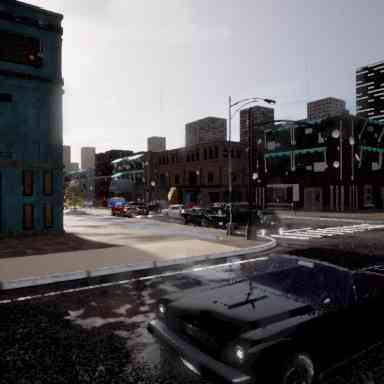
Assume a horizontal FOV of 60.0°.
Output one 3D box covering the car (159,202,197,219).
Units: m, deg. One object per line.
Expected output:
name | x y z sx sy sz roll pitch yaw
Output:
car | -0.906 1.898 31.549 1.895 1.301 4.718 -1 0 -35

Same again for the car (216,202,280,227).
car | 4.189 1.547 24.246 2.097 1.767 4.553 -1 0 -34

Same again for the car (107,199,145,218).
car | -7.219 1.846 35.952 1.967 1.590 4.097 -1 0 -35

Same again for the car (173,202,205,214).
car | -0.381 1.903 40.802 1.802 1.307 4.206 -2 0 -35

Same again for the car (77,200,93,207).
car | -21.179 2.300 65.662 1.895 1.301 4.718 -1 0 -35

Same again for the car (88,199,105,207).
car | -19.594 2.227 67.891 1.887 1.381 4.507 -1 0 -35

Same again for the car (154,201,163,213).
car | -4.657 1.881 42.362 2.128 1.511 4.902 -1 0 -35

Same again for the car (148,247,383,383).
car | 1.774 1.600 4.943 4.718 1.301 1.895 0 0 -35

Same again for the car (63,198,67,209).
car | -23.129 2.233 58.388 1.752 1.417 4.829 -1 0 -35

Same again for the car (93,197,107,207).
car | -16.398 1.940 63.376 2.192 1.841 5.009 -1 0 -35

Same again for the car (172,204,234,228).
car | 0.713 1.814 24.563 1.947 1.339 4.313 -1 0 -35

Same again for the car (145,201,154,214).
car | -6.814 1.918 39.890 1.837 1.490 4.892 -1 0 -35

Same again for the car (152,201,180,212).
car | -3.583 1.966 45.316 1.802 1.307 4.206 -2 0 -35

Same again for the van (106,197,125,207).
van | -13.195 1.907 58.861 1.690 1.788 3.998 -1 0 -35
